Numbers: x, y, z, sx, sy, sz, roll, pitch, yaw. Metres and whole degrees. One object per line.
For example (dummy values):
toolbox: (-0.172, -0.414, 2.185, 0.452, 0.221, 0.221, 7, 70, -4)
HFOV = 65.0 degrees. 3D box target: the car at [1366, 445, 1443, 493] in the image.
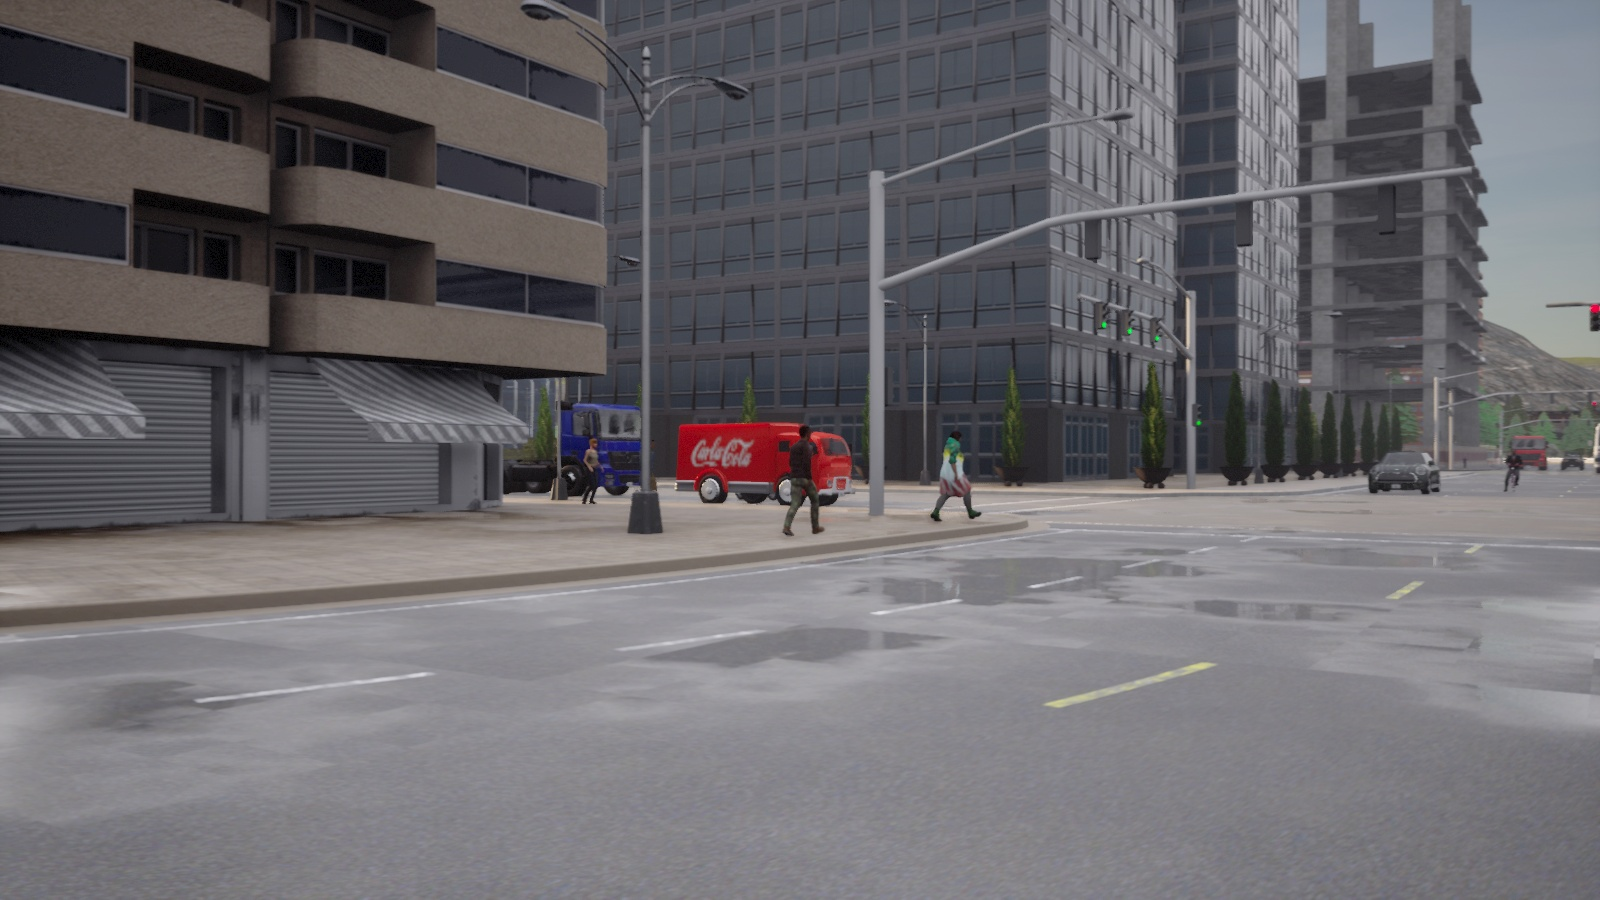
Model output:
car: (23.597, 0.698, 48.929, 2.097, 1.767, 4.553, 0, 0, 34)

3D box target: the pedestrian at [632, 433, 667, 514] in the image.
pedestrian: (-3.641, 0.560, 30.368, 0.788, 1.949, 0.423, 0, 0, 38)

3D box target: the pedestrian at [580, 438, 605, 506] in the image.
pedestrian: (-5.663, 0.584, 34.256, 0.594, 1.836, 0.345, 0, 0, 35)

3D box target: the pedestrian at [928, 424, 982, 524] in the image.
pedestrian: (3.088, 0.471, 25.048, 0.873, 1.952, 0.659, 0, 0, -18)

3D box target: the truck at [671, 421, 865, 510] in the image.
truck: (-0.976, 0.436, 37.518, 5.204, 2.467, 2.627, 0, 0, 33)

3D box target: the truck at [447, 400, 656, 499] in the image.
truck: (-9.427, -0.005, 47.225, 7.936, 3.462, 2.891, 0, 0, 33)

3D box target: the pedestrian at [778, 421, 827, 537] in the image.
pedestrian: (0.045, 0.464, 20.344, 0.431, 1.840, 0.703, 0, 0, 44)
